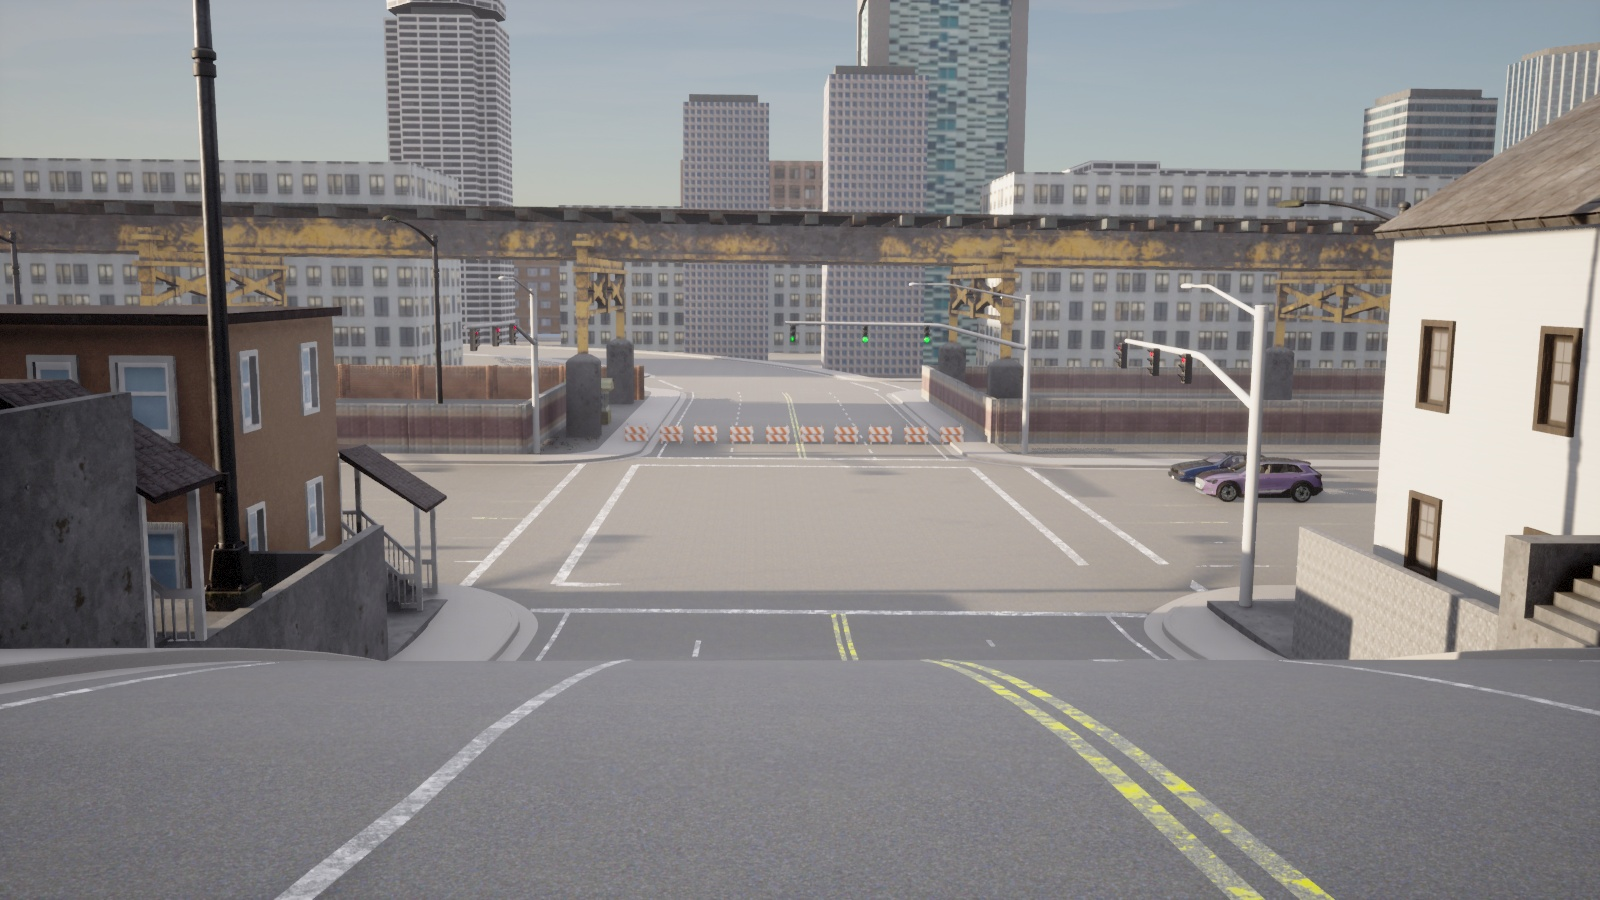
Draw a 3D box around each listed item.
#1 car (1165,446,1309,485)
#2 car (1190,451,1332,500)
[{"bbox_3d":[18.597,0.645,53.625,5.357,1.411,2.033,0,8,0],"label":"car"},{"bbox_3d":[18.333,0.991,50.136,4.856,1.649,2.033,0,8,0],"label":"car"}]
